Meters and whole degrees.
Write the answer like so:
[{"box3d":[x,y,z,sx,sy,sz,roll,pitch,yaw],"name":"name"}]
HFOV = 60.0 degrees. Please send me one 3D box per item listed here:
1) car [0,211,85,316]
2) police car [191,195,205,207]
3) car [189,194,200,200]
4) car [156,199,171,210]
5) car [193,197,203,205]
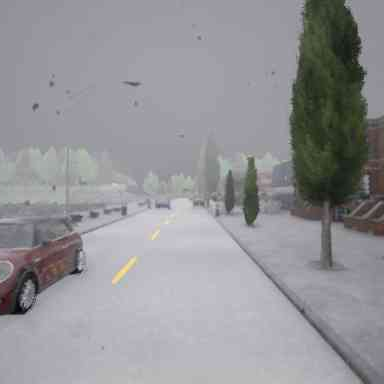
[{"box3d":[-4.101,1.391,7.631,2.097,1.767,4.553,0,0,0],"name":"car"},{"box3d":[1.186,1.715,57.570,1.930,1.638,5.238,0,0,0],"name":"police car"},{"box3d":[1.121,1.543,73.491,2.150,2.045,5.566,-3,0,0],"name":"car"},{"box3d":[-4.090,1.719,47.983,1.882,1.535,5.008,0,0,0],"name":"car"},{"box3d":[1.183,1.844,67.460,1.837,1.490,4.892,0,0,0],"name":"car"}]
